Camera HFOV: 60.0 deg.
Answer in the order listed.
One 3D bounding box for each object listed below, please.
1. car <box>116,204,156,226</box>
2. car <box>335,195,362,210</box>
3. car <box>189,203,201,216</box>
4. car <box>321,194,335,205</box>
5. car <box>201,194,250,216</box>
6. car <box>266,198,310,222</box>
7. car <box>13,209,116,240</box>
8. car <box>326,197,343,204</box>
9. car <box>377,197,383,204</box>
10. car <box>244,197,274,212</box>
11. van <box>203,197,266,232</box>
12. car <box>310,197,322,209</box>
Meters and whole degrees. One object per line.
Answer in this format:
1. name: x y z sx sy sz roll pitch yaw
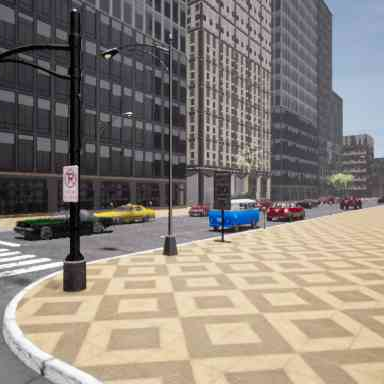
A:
1. car: -4.708 1.540 23.980 1.752 1.417 4.829 0 0 38
2. car: 21.274 1.368 44.462 2.192 1.841 5.009 0 0 38
3. car: 1.421 1.604 31.686 1.802 1.307 4.206 0 0 38
4. car: 25.260 1.381 62.485 2.192 1.841 5.009 0 0 38
5. car: 3.591 1.247 30.454 2.150 2.045 5.566 0 0 38
6. car: 7.652 1.472 26.862 1.967 1.590 4.097 0 0 38
7. car: -6.578 1.615 17.328 1.895 1.301 4.718 0 0 38
8. car: 28.665 1.625 66.884 2.008 1.369 4.403 0 0 38
9. car: 38.301 1.658 66.460 1.947 1.339 4.313 0 0 38
10. car: 8.232 1.471 40.486 1.967 1.590 4.097 0 0 38
11. van: 2.672 1.368 20.247 1.690 1.788 3.998 0 0 38
12. car: 16.226 1.653 46.622 1.895 1.301 4.718 0 0 38
